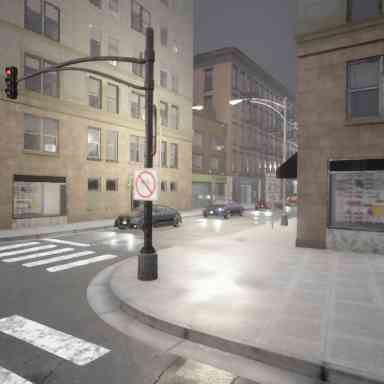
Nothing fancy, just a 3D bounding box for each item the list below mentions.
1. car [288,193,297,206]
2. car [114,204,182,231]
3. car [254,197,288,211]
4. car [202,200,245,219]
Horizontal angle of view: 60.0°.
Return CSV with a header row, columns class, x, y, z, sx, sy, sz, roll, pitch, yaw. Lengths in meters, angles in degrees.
class,x,y,z,sx,sy,sz,roll,pitch,yaw
car,13.760,0.869,42.964,2.097,1.767,4.553,1,1,34
car,-2.382,1.388,18.865,1.994,1.385,4.181,1,1,34
car,8.035,1.190,34.456,1.994,1.385,4.181,1,1,34
car,2.534,1.296,26.231,1.994,1.385,4.181,1,1,34
